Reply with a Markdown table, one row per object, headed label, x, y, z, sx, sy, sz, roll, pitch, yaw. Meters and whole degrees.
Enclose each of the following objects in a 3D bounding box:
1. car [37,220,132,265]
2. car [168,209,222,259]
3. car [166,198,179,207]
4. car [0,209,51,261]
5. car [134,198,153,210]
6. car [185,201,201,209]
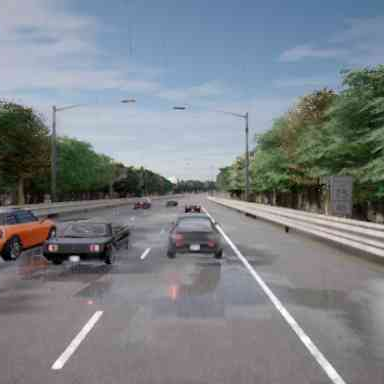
| label | x | y | z | sx | sy | sz | roll | pitch | yaw |
| --- | --- | --- | --- | --- | --- | --- | --- | --- | --- |
| car | -3.401 | 1.659 | 11.867 | 1.895 | 1.301 | 4.718 | 0 | 0 | 0 |
| car | 0.099 | 1.588 | 12.834 | 1.812 | 1.442 | 4.674 | 0 | 0 | 0 |
| car | -3.405 | 1.810 | 58.638 | 1.812 | 1.442 | 4.674 | 0 | 0 | 0 |
| car | -6.901 | 1.413 | 12.661 | 2.097 | 1.767 | 4.553 | 0 | 0 | 0 |
| car | -6.905 | 1.583 | 47.732 | 2.097 | 1.767 | 4.553 | 0 | 0 | 0 |
| car | 0.097 | 1.802 | 41.259 | 1.895 | 1.301 | 4.718 | 0 | 0 | 0 |
